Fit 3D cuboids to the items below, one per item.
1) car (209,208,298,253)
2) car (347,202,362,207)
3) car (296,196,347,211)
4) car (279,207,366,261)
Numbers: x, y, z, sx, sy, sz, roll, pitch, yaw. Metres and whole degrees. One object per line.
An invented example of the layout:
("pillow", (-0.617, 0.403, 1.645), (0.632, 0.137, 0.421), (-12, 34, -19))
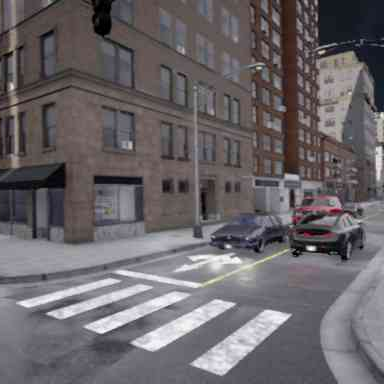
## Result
("car", (2.748, 1.633, 14.546), (2.033, 1.411, 5.357), (-1, -1, 32))
("car", (14.851, 1.641, 31.420), (2.033, 1.411, 5.357), (-1, -1, 36))
("car", (8.730, 1.311, 22.883), (2.150, 2.045, 5.566), (-1, -1, 36))
("car", (5.181, 1.534, 12.498), (1.837, 1.490, 4.892), (-2, -1, 36))
